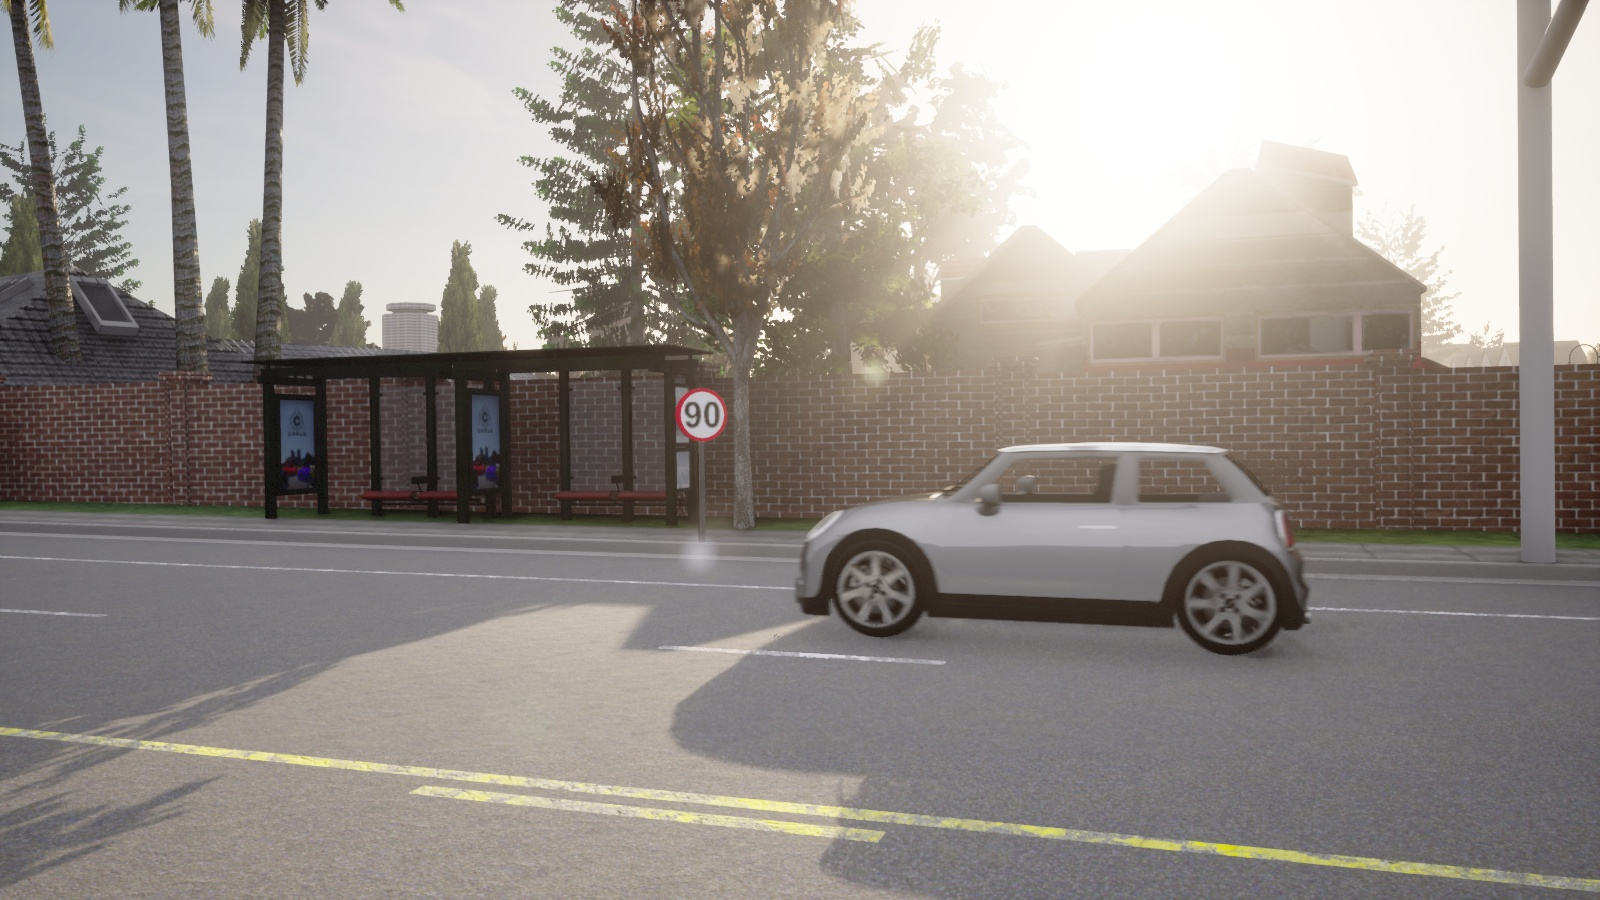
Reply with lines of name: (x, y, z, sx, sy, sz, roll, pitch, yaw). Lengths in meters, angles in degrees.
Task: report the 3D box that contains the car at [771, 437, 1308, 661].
car: (1.900, 0.649, 9.939, 3.806, 1.475, 1.970, 1, 1, 19)
